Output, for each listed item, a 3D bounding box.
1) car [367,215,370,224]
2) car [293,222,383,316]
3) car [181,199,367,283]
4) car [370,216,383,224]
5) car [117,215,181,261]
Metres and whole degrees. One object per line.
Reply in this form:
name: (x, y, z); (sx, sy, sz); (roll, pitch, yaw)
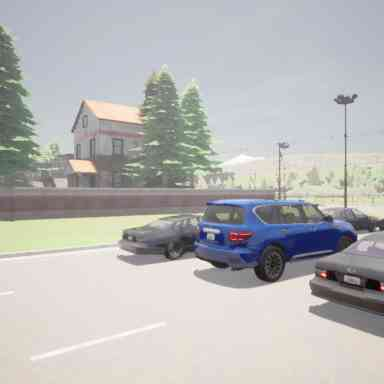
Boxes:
car: (8.233, 1.547, 18.224); (5.357, 1.411, 2.033); (0, 0, -36)
car: (4.765, 1.547, 7.152); (5.357, 1.411, 2.033); (0, 0, -36)
car: (2.660, 1.221, 9.952); (5.566, 2.045, 2.150); (0, 0, -35)
car: (10.671, 1.505, 15.665); (4.892, 1.490, 1.837); (0, 0, -35)
car: (0.014, 1.547, 12.358); (5.357, 1.411, 2.033); (0, 0, -35)
